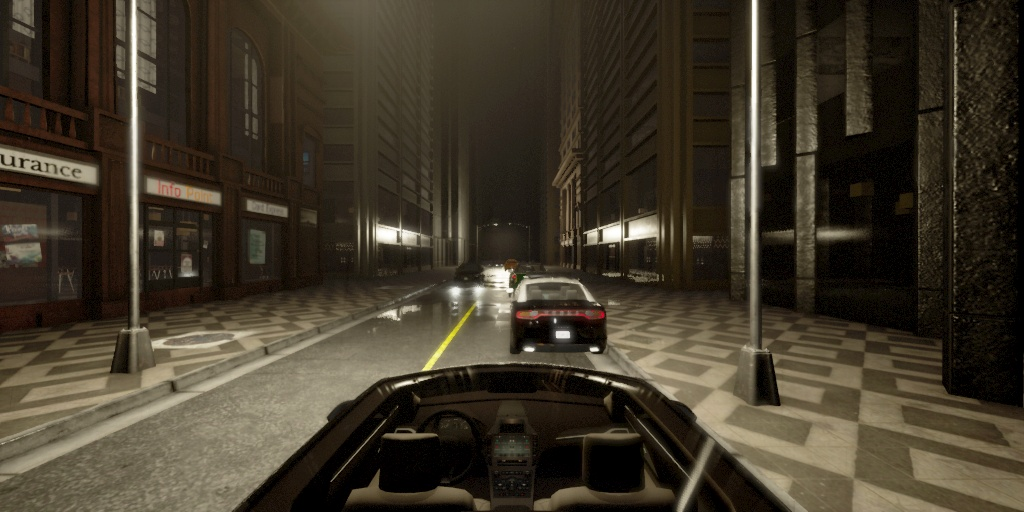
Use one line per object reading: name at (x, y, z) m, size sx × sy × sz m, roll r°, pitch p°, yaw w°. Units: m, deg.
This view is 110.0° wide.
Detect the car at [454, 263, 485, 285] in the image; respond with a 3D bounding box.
car at (-3.036, 1.243, 26.177) m, size 1.882 × 1.535 × 5.008 m, roll 0°, pitch 0°, yaw 0°

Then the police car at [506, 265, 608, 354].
police car at (0.890, 1.177, 8.882) m, size 1.930 × 1.638 × 5.238 m, roll 0°, pitch 0°, yaw 0°

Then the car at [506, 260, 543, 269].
car at (0.875, 1.109, 18.743) m, size 2.097 × 1.767 × 4.553 m, roll 0°, pitch 0°, yaw 0°

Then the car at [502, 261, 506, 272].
car at (-0.027, 1.276, 48.210) m, size 1.882 × 1.535 × 5.008 m, roll 0°, pitch 0°, yaw 0°
